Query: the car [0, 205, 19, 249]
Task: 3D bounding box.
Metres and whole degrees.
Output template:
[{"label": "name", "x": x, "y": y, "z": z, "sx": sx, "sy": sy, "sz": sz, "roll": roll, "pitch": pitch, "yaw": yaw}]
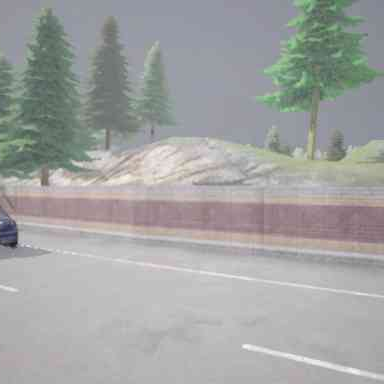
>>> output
[{"label": "car", "x": -8.559, "y": 1.190, "z": 12.419, "sx": 4.553, "sy": 1.767, "sz": 2.097, "roll": 1, "pitch": 1, "yaw": 32}]
